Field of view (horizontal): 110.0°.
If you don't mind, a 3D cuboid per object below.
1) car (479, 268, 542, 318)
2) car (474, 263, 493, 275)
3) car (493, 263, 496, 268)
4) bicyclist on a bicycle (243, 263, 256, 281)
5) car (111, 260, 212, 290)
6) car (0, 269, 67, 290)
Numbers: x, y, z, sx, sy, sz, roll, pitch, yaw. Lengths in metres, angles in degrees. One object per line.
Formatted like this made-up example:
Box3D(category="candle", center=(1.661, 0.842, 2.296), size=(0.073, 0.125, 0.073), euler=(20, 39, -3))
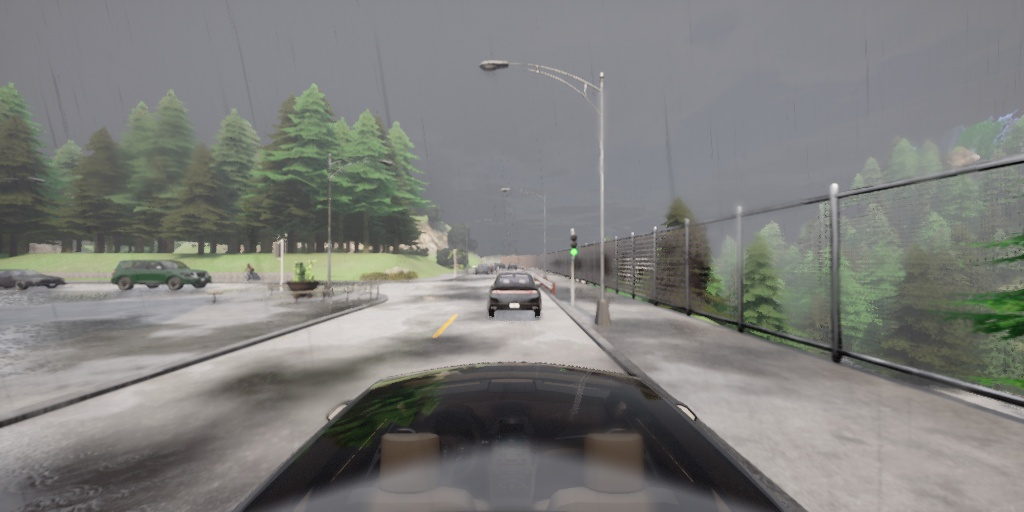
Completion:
Box3D(category="car", center=(0.090, 1.403, 13.851), size=(2.128, 1.511, 4.902), euler=(0, -1, 0))
Box3D(category="car", center=(-4.087, 1.897, 49.934), size=(1.837, 1.490, 4.892), euler=(0, -1, 0))
Box3D(category="car", center=(-4.060, 1.997, 59.456), size=(1.882, 1.535, 5.008), euler=(0, -1, 0))
Box3D(category="bicyclist on a bicycle", center=(-24.151, 1.515, 33.001), size=(0.582, 1.620, 1.656), euler=(0, 0, 0))
Box3D(category="car", center=(-23.955, 1.276, 24.606), size=(5.566, 2.045, 2.150), euler=(0, -1, 0))
Box3D(category="car", center=(-34.209, 1.601, 24.613), size=(5.357, 1.411, 2.033), euler=(0, -1, 0))
